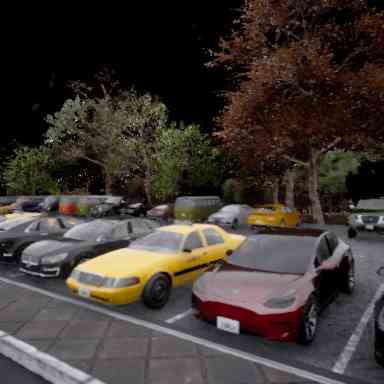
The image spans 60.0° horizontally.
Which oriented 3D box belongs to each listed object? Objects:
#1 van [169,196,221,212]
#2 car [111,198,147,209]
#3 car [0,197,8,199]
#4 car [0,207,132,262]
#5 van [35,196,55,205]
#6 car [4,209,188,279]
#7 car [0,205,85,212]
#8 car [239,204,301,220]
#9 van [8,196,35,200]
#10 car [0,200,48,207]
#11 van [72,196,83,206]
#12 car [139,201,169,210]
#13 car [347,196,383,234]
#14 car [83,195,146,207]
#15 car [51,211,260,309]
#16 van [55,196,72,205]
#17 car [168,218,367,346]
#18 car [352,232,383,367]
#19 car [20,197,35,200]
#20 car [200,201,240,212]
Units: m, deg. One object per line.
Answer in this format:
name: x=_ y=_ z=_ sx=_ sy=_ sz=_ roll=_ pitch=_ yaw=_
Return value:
van: x=0.689 y=1.304 z=24.021 sx=1.878 sy=1.987 sz=4.442 roll=0 pitch=0 yaw=36
car: x=-3.767 y=1.545 z=27.100 sx=2.097 sy=1.535 sz=5.008 roll=0 pitch=0 yaw=36
car: x=-19.552 y=1.710 z=38.324 sx=1.946 sy=1.575 sz=5.366 roll=-1 pitch=-1 yaw=36
car: x=-4.804 y=1.526 z=11.695 sx=2.231 sy=1.521 sz=4.892 roll=0 pitch=0 yaw=36
van: x=-12.911 y=1.349 z=33.593 sx=1.878 sy=1.987 sz=4.442 roll=-1 pitch=0 yaw=36
car: x=-2.549 y=1.518 z=10.076 sx=2.231 sy=1.521 sz=4.892 roll=0 pitch=0 yaw=36
car: x=-7.157 y=1.529 z=13.180 sx=1.946 sy=1.575 sz=5.366 roll=0 pitch=0 yaw=36
car: x=5.204 y=1.514 z=20.596 sx=2.097 sy=1.535 sz=5.008 roll=0 pitch=0 yaw=36
van: x=-17.275 y=1.435 z=36.757 sx=1.878 sy=1.987 sz=4.442 roll=-1 pitch=-1 yaw=36
car: x=-9.314 y=1.414 z=14.935 sx=2.185 sy=1.767 sz=4.553 roll=0 pitch=0 yaw=36
van: x=-8.282 y=1.334 z=30.525 sx=1.878 sy=1.987 sz=4.442 roll=0 pitch=0 yaw=36
car: x=-1.521 y=1.577 z=25.476 sx=2.002 sy=1.452 sz=4.674 roll=0 pitch=0 yaw=36
car: x=9.677 y=1.248 z=17.325 sx=2.435 sy=2.045 sz=5.566 roll=0 pitch=0 yaw=36
car: x=-6.124 y=1.301 z=28.781 sx=2.435 sy=2.045 sz=5.566 roll=0 pitch=0 yaw=36
car: x=-0.414 y=1.507 z=8.291 sx=1.946 sy=1.575 sz=5.366 roll=0 pitch=0 yaw=36
van: x=-10.423 y=1.341 z=32.077 sx=1.878 sy=1.987 sz=4.442 roll=0 pitch=0 yaw=36
car: x=1.925 y=1.532 z=6.788 sx=2.163 sy=1.488 sz=4.792 roll=0 pitch=0 yaw=36
car: x=4.173 y=1.524 z=5.158 sx=2.163 sy=1.488 sz=4.792 roll=0 pitch=0 yaw=36
car: x=-14.958 y=1.609 z=35.227 sx=2.097 sy=1.535 sz=5.008 roll=-1 pitch=-1 yaw=36
car: x=2.866 y=1.563 z=22.302 sx=2.002 sy=1.452 sz=4.674 roll=0 pitch=0 yaw=36
